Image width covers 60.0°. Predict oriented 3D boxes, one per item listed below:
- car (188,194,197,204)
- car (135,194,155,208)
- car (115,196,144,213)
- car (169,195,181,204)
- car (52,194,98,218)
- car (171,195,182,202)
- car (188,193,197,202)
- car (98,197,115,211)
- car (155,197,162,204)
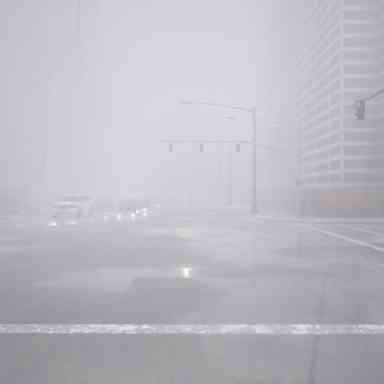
[{"bbox_3d":[0.077,1.545,64.144,2.033,1.411,5.357,0,0,0],"label":"car"},{"bbox_3d":[-7.039,1.489,48.238,2.128,1.511,4.902,0,0,0],"label":"car"},{"bbox_3d":[-7.054,1.503,37.887,1.837,1.490,4.892,0,0,0],"label":"car"},{"bbox_3d":[-3.423,1.489,64.148,2.128,1.511,4.902,0,0,0],"label":"car"},{"bbox_3d":[-10.559,1.220,29.943,2.150,2.045,5.566,0,0,0],"label":"car"},{"bbox_3d":[-3.411,1.351,74.432,2.128,1.511,4.902,0,0,0],"label":"car"},{"bbox_3d":[0.089,1.181,74.398,2.097,1.767,4.553,0,0,0],"label":"car"},{"bbox_3d":[-10.551,1.350,39.653,2.097,1.767,4.553,0,0,0],"label":"car"},{"bbox_3d":[-6.970,1.598,63.685,1.895,1.301,4.718,0,0,1],"label":"car"}]
